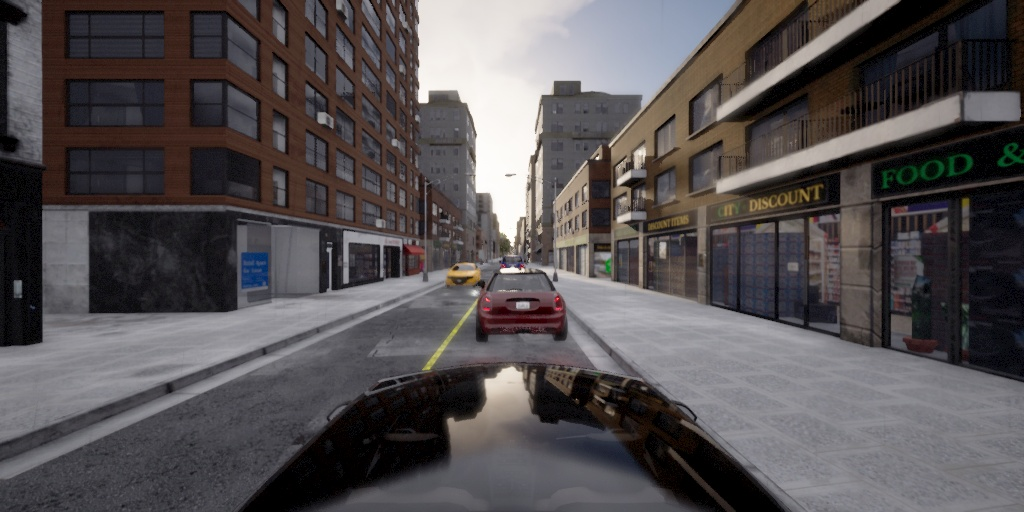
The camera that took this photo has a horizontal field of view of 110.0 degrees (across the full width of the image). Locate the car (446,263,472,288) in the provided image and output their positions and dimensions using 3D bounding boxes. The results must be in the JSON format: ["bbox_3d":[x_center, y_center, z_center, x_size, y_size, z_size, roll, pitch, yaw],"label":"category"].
[{"bbox_3d":[-3.147,1.222,23.951,1.882,1.535,5.008,0,0,0],"label":"car"}]

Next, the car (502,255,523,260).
[{"bbox_3d":[0.038,0.967,31.104,2.150,2.045,5.566,0,0,0],"label":"car"}]

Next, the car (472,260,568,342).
[{"bbox_3d":[0.115,1.099,9.958,2.097,1.767,4.553,0,0,-3],"label":"car"}]
